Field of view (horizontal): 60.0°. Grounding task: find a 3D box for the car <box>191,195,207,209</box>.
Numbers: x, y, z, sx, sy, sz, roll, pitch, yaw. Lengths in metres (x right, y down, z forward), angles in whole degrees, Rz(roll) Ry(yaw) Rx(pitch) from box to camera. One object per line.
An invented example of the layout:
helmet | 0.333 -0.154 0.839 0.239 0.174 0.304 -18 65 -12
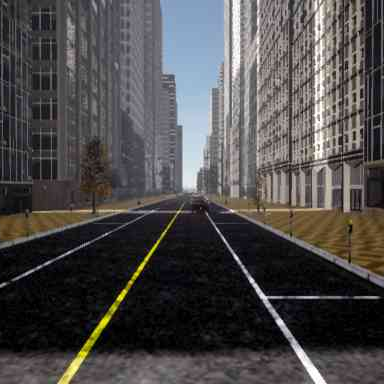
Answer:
car | 0.896 1.366 46.026 2.097 1.767 4.553 0 0 0

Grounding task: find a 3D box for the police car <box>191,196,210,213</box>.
police car | 0.899 1.434 36.167 1.930 1.638 5.238 0 0 0
